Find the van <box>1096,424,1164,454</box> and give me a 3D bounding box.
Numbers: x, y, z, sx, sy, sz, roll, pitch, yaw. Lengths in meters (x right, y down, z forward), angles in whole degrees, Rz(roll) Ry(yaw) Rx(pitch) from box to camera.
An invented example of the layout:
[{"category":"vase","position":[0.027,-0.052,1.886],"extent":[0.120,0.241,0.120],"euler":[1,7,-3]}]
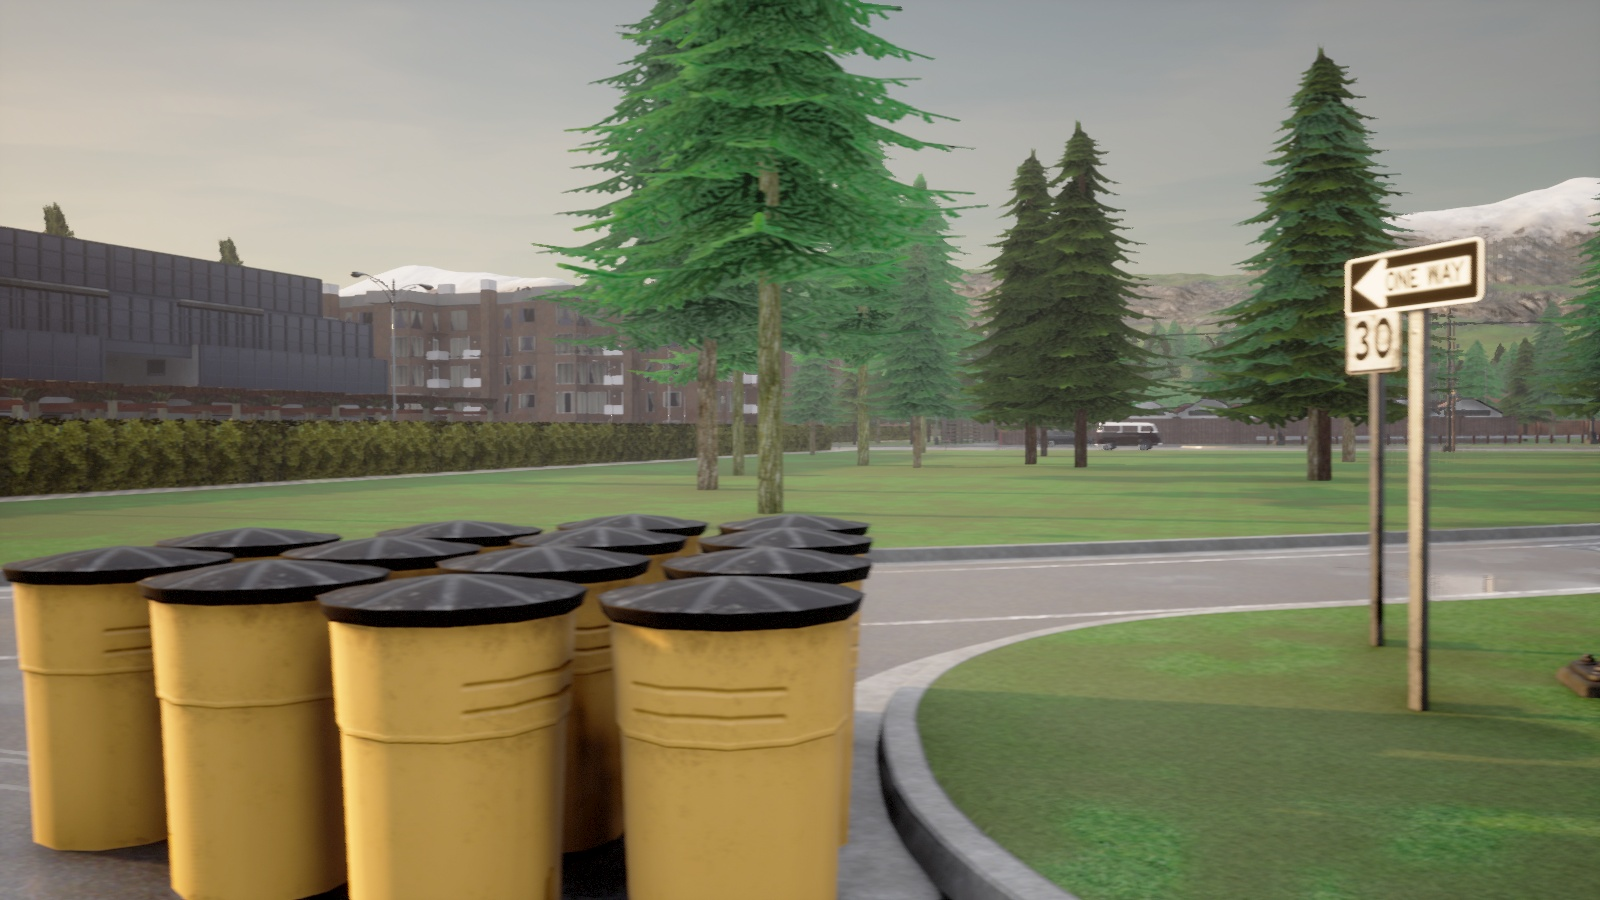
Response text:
[{"category":"van","position":[22.973,-0.763,87.406],"extent":[4.480,2.038,2.069],"euler":[1,1,19]}]
